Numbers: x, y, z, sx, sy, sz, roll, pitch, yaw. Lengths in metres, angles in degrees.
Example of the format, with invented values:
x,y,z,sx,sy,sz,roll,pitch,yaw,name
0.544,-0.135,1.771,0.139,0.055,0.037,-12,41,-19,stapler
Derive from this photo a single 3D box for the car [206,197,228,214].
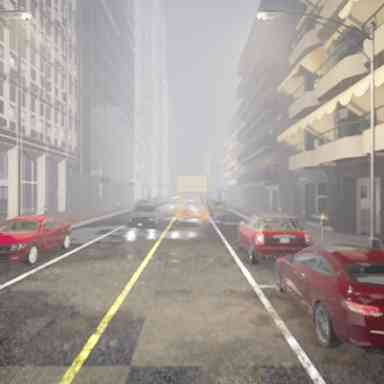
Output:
x,y,z,sx,sy,sz,roll,pitch,yaw,name
2.708,1.513,34.404,1.752,1.417,4.829,0,0,0,car

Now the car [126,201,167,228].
x,y,z,sx,sy,sz,roll,pitch,yaw,name
-3.090,1.538,22.412,2.033,1.411,5.357,0,0,0,car

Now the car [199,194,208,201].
x,y,z,sx,sy,sz,roll,pitch,yaw,name
2.721,1.431,62.476,1.967,1.590,4.097,0,0,0,car

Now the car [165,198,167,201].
x,y,z,sx,sy,sz,roll,pitch,yaw,name
-5.663,1.430,56.833,1.967,1.590,4.097,0,0,0,car

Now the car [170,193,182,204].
x,y,z,sx,sy,sz,roll,pitch,yaw,name
-2.985,1.276,63.861,2.150,2.045,5.566,0,0,0,car

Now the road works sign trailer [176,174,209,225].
x,y,z,sx,sy,sz,roll,pitch,yaw,name
0.012,0.454,24.297,2.380,3.560,2.880,0,0,0,road works sign trailer

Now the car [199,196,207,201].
x,y,z,sx,sy,sz,roll,pitch,yaw,name
2.731,1.581,85.071,1.802,1.307,4.206,0,0,0,car

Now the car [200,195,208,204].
x,y,z,sx,sy,sz,roll,pitch,yaw,name
2.716,1.539,51.180,2.008,1.369,4.403,0,0,0,car

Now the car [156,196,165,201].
x,y,z,sx,sy,sz,roll,pitch,yaw,name
-5.665,1.539,51.183,2.008,1.369,4.403,0,0,0,car

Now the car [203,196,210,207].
x,y,z,sx,sy,sz,roll,pitch,yaw,name
2.711,1.553,39.883,1.947,1.339,4.313,0,0,0,car

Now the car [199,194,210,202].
x,y,z,sx,sy,sz,roll,pitch,yaw,name
2.726,1.310,73.774,2.192,1.841,5.009,0,0,0,car

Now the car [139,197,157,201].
x,y,z,sx,sy,sz,roll,pitch,yaw,name
-5.670,1.553,39.886,1.947,1.339,4.313,0,0,0,car

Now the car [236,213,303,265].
x,y,z,sx,sy,sz,roll,pitch,yaw,name
2.698,1.435,11.640,1.967,1.590,4.097,0,0,0,car

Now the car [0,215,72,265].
x,y,z,sx,sy,sz,roll,pitch,yaw,name
-5.683,1.539,11.644,1.887,1.381,4.507,0,0,0,car

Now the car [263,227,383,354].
x,y,z,sx,sy,sz,roll,pitch,yaw,name
2.695,1.579,5.992,1.802,1.307,4.206,0,0,0,car

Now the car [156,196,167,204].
x,y,z,sx,sy,sz,roll,pitch,yaw,name
-5.660,1.517,62.310,1.752,1.417,4.829,0,0,0,car
